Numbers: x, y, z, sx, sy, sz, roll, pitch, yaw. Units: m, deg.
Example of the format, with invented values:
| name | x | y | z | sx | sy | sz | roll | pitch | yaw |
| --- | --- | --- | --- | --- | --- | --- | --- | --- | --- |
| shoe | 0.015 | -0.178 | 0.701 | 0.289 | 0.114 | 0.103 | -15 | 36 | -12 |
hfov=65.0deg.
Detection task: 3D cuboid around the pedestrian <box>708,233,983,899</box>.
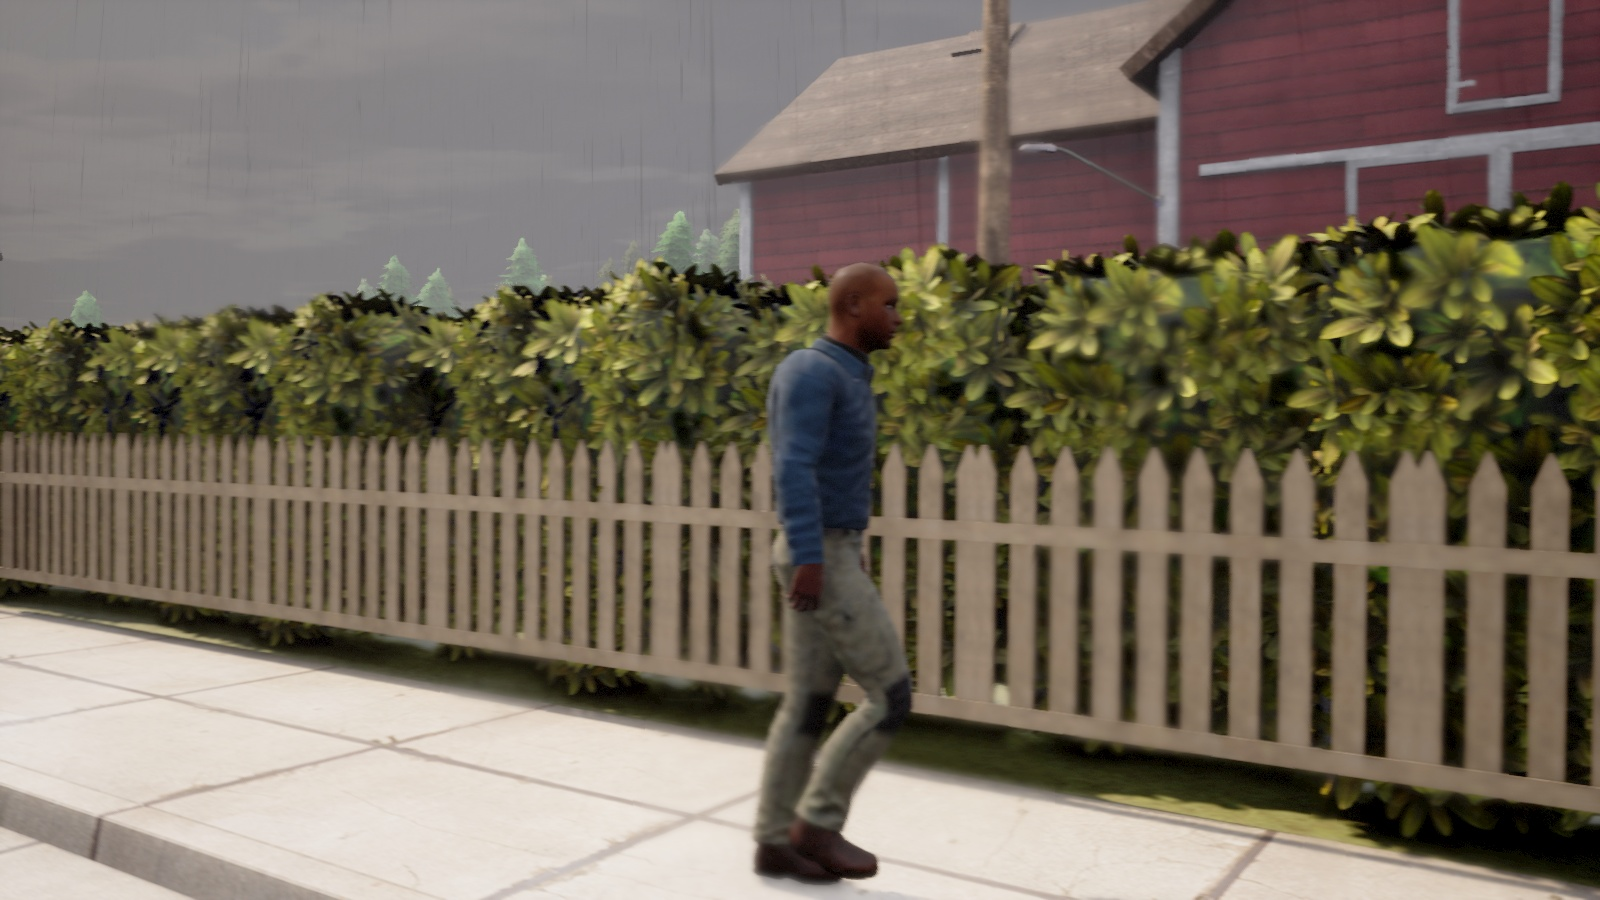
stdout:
| name | x | y | z | sx | sy | sz | roll | pitch | yaw |
| --- | --- | --- | --- | --- | --- | --- | --- | --- | --- |
| pedestrian | 0.144 | 0.336 | 3.628 | 0.726 | 1.835 | 0.370 | 0 | 1 | 12 |
